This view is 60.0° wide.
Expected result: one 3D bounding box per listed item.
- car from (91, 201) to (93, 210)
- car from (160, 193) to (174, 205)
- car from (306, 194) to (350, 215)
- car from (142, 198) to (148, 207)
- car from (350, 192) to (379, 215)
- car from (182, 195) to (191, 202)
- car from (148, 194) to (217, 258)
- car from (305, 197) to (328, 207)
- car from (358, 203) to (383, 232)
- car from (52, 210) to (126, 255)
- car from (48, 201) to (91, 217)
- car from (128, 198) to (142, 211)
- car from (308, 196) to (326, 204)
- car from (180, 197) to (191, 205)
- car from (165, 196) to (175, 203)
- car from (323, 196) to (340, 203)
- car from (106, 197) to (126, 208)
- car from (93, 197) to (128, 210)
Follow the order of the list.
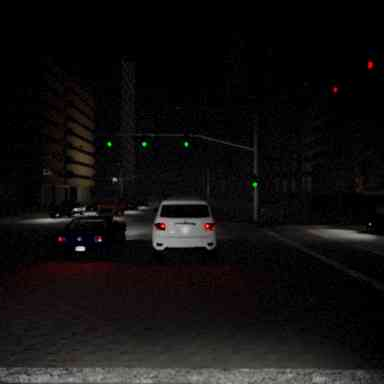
[{"bbox_3d":[-11.555,1.656,40.672,1.895,1.301,4.718,0,0,0],"label":"car"},{"bbox_3d":[-4.603,1.304,61.581,2.150,2.045,5.566,0,0,0],"label":"car"},{"bbox_3d":[13.137,1.197,32.551,1.932,1.855,4.605,0,0,0],"label":"car"},{"bbox_3d":[-8.062,1.619,53.068,2.033,1.411,5.357,0,0,0],"label":"car"},{"bbox_3d":[16.031,1.200,32.506,1.905,1.878,3.866,0,0,0],"label":"car"},{"bbox_3d":[-1.169,1.399,71.222,1.882,1.535,5.008,0,0,0],"label":"car"},{"bbox_3d":[-0.341,1.240,13.005,2.150,2.045,5.566,0,0,-3],"label":"car"},{"bbox_3d":[18.682,1.462,49.981,1.970,1.475,3.806,0,0,0],"label":"car"},{"bbox_3d":[12.224,1.530,18.320,4.892,1.490,1.837,0,0,0],"label":"car"},{"bbox_3d":[-3.856,1.619,13.388,1.895,1.301,4.718,0,0,-3],"label":"car"},{"bbox_3d":[-11.503,1.589,31.080,2.033,1.411,5.357,0,0,0],"label":"car"},{"bbox_3d":[-8.062,1.562,42.458,1.837,1.490,4.892,0,0,0],"label":"car"},{"bbox_3d":[24.404,1.483,65.101,1.970,1.475,3.806,0,0,0],"label":"car"},{"bbox_3d":[-1.111,1.648,62.386,1.994,1.385,4.181,0,0,0],"label":"car"},{"bbox_3d":[-4.669,1.596,71.216,1.837,1.490,4.892,0,0,0],"label":"car"},{"bbox_3d":[27.299,1.451,65.109,1.784,1.438,3.905,0,0,0],"label":"car"},{"bbox_3d":[-11.566,1.546,51.158,1.882,1.535,5.008,0,0,0],"label":"car"},{"bbox_3d":[-8.013,1.522,33.187,1.882,1.535,5.008,0,0,0],"label":"car"}]
